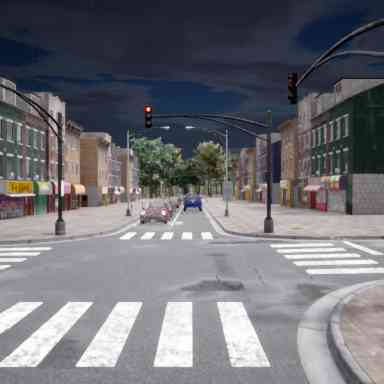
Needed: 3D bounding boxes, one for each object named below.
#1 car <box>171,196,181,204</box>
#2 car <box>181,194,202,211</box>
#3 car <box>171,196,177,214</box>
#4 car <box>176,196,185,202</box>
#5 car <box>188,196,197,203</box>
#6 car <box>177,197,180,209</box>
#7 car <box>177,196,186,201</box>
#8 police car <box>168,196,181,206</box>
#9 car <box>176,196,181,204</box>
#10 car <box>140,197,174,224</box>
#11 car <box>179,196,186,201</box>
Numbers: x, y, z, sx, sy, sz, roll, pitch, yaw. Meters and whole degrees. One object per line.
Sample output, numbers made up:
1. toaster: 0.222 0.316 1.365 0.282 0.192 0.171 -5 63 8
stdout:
1. car: -3.022 1.552 64.150 1.837 1.490 4.892 0 0 0
2. car: 0.102 1.238 41.680 2.150 2.045 5.566 0 0 0
3. car: -2.648 1.447 29.967 1.967 1.590 4.097 -1 0 0
4. car: -2.648 1.622 78.880 2.008 1.369 4.403 -1 0 0
5. car: 0.095 1.553 69.007 1.837 1.490 4.892 0 -2 0
6. car: -2.647 1.577 35.401 1.947 1.339 4.313 -1 0 0
7. car: -2.648 1.647 84.314 1.947 1.339 4.313 -1 0 0
8. police car: -3.010 1.462 57.261 1.930 1.638 5.238 0 0 0
9. car: -2.648 1.567 46.271 1.887 1.381 4.507 -1 0 0
10. car: -2.648 1.443 24.532 1.967 1.590 4.097 -1 0 0
11. car: -2.648 1.673 89.749 1.802 1.307 4.206 -1 0 0
